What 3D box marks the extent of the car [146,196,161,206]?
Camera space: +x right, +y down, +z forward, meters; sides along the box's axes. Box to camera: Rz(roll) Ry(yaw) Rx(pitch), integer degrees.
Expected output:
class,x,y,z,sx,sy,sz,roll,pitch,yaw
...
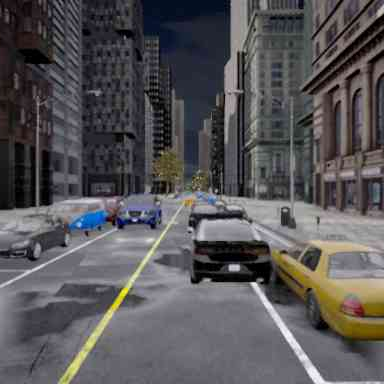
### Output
class,x,y,z,sx,sy,sz,roll,pitch,yaw
car,-5.808,1.409,50.703,1.887,1.381,4.507,0,0,0

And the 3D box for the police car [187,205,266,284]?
class,x,y,z,sx,sy,sz,roll,pitch,yaw
police car,0.894,1.399,9.638,1.930,1.638,5.238,0,0,0

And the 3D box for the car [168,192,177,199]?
class,x,y,z,sx,sy,sz,roll,pitch,yaw
car,-5.829,1.294,94.151,1.752,1.417,4.829,0,0,0

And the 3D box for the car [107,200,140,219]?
class,x,y,z,sx,sy,sz,roll,pitch,yaw
car,-5.789,1.468,28.601,1.887,1.381,4.507,0,0,0

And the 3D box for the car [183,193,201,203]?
class,x,y,z,sx,sy,sz,roll,pitch,yaw
car,-0.018,1.351,47.141,1.882,1.535,5.008,0,0,0

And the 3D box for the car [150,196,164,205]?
class,x,y,z,sx,sy,sz,roll,pitch,yaw
car,-5.813,1.395,56.228,1.887,1.381,4.507,0,0,0

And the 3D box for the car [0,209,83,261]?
class,x,y,z,sx,sy,sz,roll,pitch,yaw
car,-5.774,1.518,12.025,2.008,1.369,4.403,0,0,0

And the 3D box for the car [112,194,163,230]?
class,x,y,z,sx,sy,sz,roll,pitch,yaw
car,-3.113,1.165,20.826,2.150,2.045,5.566,0,0,0

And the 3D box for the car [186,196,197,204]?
class,x,y,z,sx,sy,sz,roll,pitch,yaw
car,-0.040,1.402,60.772,1.994,1.385,4.181,0,0,0

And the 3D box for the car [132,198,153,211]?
class,x,y,z,sx,sy,sz,roll,pitch,yaw
car,-5.798,1.419,39.482,1.752,1.417,4.829,0,0,0

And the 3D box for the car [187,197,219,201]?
class,x,y,z,sx,sy,sz,roll,pitch,yaw
car,0.782,1.409,25.502,1.882,1.535,5.008,0,0,-2

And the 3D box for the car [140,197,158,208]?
class,x,y,z,sx,sy,sz,roll,pitch,yaw
car,-5.804,1.423,45.178,1.887,1.381,4.507,0,0,0

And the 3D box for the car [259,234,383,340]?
class,x,y,z,sx,sy,sz,roll,pitch,yaw
car,2.767,1.507,6.661,1.752,1.417,4.829,0,0,0

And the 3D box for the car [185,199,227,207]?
class,x,y,z,sx,sy,sz,roll,pitch,yaw
car,0.781,1.426,19.552,1.882,1.535,5.008,0,0,2

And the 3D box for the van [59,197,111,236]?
class,x,y,z,sx,sy,sz,roll,pitch,yaw
van,-5.778,1.294,17.550,1.690,1.788,3.998,0,0,0

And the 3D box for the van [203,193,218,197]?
class,x,y,z,sx,sy,sz,roll,pitch,yaw
van,2.748,1.219,45.166,1.690,1.788,3.998,0,0,0

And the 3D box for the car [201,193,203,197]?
class,x,y,z,sx,sy,sz,roll,pitch,yaw
car,2.742,1.394,56.216,1.887,1.381,4.507,0,0,0
